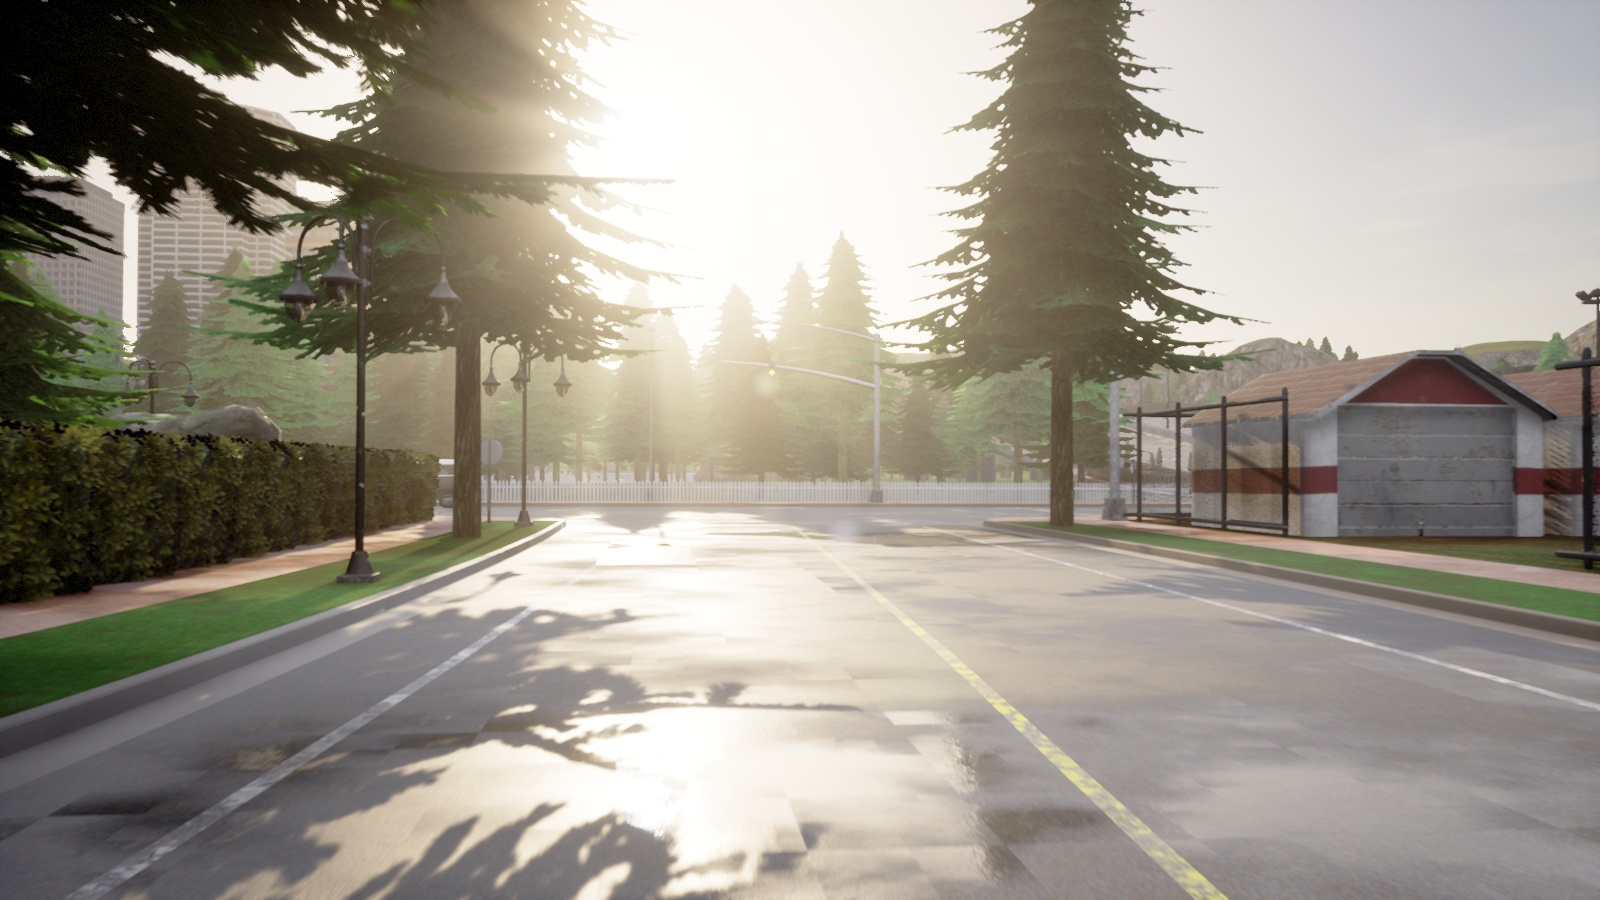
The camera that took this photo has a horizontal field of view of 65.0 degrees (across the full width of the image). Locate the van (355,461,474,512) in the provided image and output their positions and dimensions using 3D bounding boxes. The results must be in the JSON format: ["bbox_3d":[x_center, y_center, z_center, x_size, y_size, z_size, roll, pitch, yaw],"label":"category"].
[{"bbox_3d":[-15.846,1.508,51.878,4.480,2.038,2.069,0,-2,-10],"label":"van"}]
